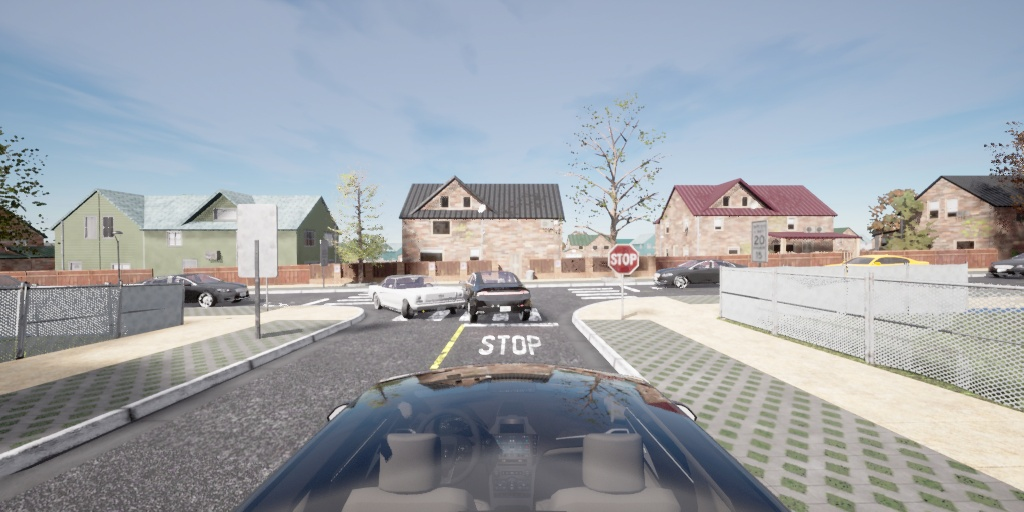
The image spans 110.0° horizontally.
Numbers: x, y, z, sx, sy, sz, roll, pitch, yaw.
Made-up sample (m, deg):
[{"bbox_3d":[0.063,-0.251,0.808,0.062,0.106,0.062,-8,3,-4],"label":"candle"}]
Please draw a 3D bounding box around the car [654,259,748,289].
[{"bbox_3d":[10.328,0.926,19.638,4.902,1.511,2.128,-1,1,0],"label":"car"}]

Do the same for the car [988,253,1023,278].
[{"bbox_3d":[29.383,0.478,19.713,4.902,1.511,2.128,-1,1,0],"label":"car"}]

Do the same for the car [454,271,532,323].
[{"bbox_3d":[-0.688,1.243,12.228,2.128,1.511,4.902,0,0,-12],"label":"car"}]

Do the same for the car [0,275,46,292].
[{"bbox_3d":[-24.242,1.648,16.539,4.553,1.767,2.097,-1,1,0],"label":"car"}]

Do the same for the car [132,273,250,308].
[{"bbox_3d":[-14.904,1.567,16.581,4.902,1.511,2.128,-1,1,0],"label":"car"}]

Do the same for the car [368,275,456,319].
[{"bbox_3d":[-3.604,1.368,13.087,1.895,1.301,4.718,0,0,-38],"label":"car"}]

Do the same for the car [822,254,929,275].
[{"bbox_3d":[19.759,0.691,19.676,5.008,1.535,1.882,-1,1,-1],"label":"car"}]
